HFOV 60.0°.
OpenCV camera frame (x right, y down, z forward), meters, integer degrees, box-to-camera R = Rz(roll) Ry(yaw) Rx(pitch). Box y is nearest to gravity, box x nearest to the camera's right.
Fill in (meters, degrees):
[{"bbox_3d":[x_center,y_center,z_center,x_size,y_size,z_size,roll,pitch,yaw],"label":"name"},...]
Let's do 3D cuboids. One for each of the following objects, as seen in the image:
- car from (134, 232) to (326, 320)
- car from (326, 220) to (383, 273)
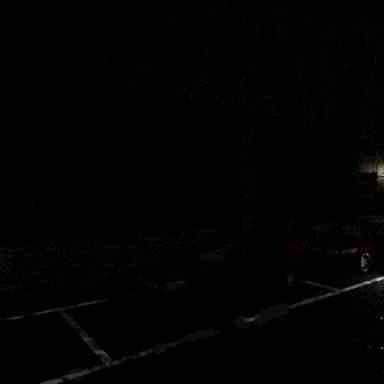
[{"bbox_3d":[0.812,1.573,7.231,4.206,1.307,1.802,0,0,-36],"label":"car"},{"bbox_3d":[5.372,1.562,10.484,4.206,1.307,1.802,0,0,-36],"label":"car"}]
